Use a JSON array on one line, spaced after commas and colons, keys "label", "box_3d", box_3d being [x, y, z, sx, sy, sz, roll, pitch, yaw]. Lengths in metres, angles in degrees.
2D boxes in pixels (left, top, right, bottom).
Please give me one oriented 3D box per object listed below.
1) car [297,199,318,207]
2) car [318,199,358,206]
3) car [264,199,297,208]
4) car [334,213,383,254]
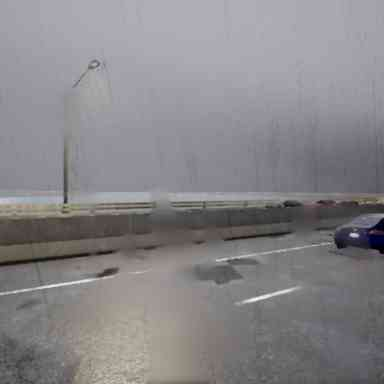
[{"label": "car", "box_3d": [13.691, 1.471, 35.011, 5.008, 1.535, 1.882, 0, 0, -35]}, {"label": "car", "box_3d": [14.218, 1.520, 31.114, 4.674, 1.442, 1.812, 0, 0, -35]}, {"label": "car", "box_3d": [10.430, 1.541, 37.010, 5.357, 1.411, 2.033, 0, 0, -35]}, {"label": "car", "box_3d": [7.627, 1.562, 13.432, 4.181, 1.385, 1.994, 0, 0, -35]}]
